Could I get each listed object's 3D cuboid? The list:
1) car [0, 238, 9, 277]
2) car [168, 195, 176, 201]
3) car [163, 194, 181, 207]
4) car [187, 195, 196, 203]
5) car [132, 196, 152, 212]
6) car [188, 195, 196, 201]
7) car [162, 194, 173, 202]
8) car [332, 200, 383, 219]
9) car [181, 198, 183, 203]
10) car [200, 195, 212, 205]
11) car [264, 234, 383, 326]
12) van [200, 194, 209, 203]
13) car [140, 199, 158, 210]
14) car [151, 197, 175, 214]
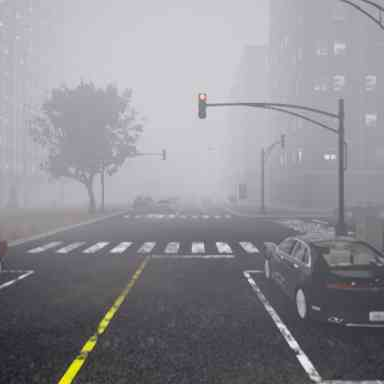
[{"bbox_3d":[-5.695,1.547,6.961,1.887,1.381,4.507,0,0,0],"label":"car"},{"bbox_3d":[-5.741,1.680,94.578,2.008,1.369,4.403,0,0,0],"label":"car"},{"bbox_3d":[-3.118,1.526,52.772,1.882,1.535,5.008,0,0,0],"label":"car"},{"bbox_3d":[-0.037,1.675,69.119,1.895,1.301,4.718,0,0,0],"label":"car"},{"bbox_3d":[-5.712,1.347,39.349,2.192,1.841,5.009,0,0,0],"label":"car"},{"bbox_3d":[-0.041,1.468,79.096,1.812,1.442,4.674,0,0,0],"label":"car"},{"bbox_3d":[-5.733,1.407,78.009,2.192,1.841,5.009,0,0,0],"label":"car"},{"bbox_3d":[13.412,1.357,26.377,4.403,1.369,2.008,-1,1,-1],"label":"car"},{"bbox_3d":[-3.037,1.577,68.991,1.837,1.490,4.892,0,0,0],"label":"car"},{"bbox_3d":[2.657,1.627,61.445,1.947,1.339,4.313,0,0,0],"label":"car"},{"bbox_3d":[2.686,1.553,6.965,2.008,1.369,4.403,0,0,0],"label":"car"},{"bbox_3d":[2.651,1.422,72.491,1.690,1.788,3.998,0,0,0],"label":"van"},{"bbox_3d":[-5.715,1.604,44.872,1.947,1.339,4.313,0,0,0],"label":"car"},{"bbox_3d":[-3.031,1.553,35.650,1.812,1.442,4.674,0,0,-2],"label":"car"}]
